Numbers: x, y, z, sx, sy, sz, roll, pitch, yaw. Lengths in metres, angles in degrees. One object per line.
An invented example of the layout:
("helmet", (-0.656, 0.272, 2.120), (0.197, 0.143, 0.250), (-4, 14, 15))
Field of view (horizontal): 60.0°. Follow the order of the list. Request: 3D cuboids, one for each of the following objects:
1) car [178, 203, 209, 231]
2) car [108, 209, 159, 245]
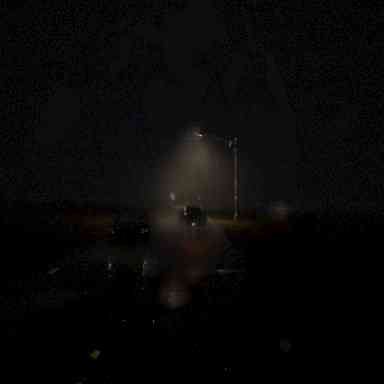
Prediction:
("car", (0.115, 1.754, 22.744), (1.837, 1.490, 4.892), (0, 0, 0))
("car", (-2.772, 1.652, 16.677), (1.882, 1.535, 5.008), (0, -1, 1))
